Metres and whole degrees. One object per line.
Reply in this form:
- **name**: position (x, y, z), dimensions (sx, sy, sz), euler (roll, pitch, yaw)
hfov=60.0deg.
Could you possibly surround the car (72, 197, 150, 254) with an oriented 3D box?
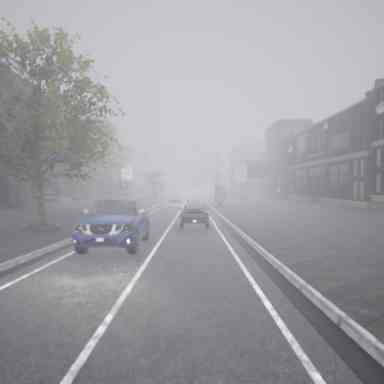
- **car**: position (-3.058, 1.237, 13.829), dimensions (2.150, 2.045, 5.566), euler (0, 0, 0)

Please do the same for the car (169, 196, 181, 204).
- **car**: position (-2.867, 1.330, 56.990), dimensions (1.994, 1.385, 4.181), euler (0, 1, 1)

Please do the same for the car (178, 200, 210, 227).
- **car**: position (0.171, 1.515, 22.663), dimensions (1.837, 1.490, 4.892), euler (0, 0, 0)
